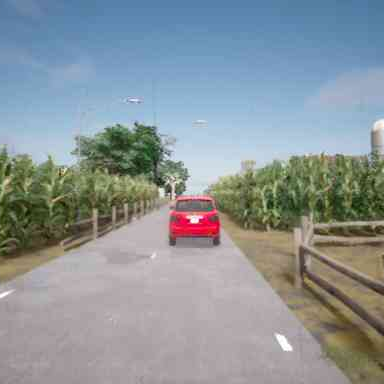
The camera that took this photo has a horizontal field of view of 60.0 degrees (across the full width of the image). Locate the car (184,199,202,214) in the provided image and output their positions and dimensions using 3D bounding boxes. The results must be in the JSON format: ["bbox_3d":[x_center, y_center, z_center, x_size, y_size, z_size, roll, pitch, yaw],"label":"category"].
[{"bbox_3d":[0.102,1.545,36.299,1.837,1.490,4.892,0,0,0],"label":"car"}]

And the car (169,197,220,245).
[{"bbox_3d":[0.104,1.237,15.821,2.150,2.045,5.566,0,0,0],"label":"car"}]
